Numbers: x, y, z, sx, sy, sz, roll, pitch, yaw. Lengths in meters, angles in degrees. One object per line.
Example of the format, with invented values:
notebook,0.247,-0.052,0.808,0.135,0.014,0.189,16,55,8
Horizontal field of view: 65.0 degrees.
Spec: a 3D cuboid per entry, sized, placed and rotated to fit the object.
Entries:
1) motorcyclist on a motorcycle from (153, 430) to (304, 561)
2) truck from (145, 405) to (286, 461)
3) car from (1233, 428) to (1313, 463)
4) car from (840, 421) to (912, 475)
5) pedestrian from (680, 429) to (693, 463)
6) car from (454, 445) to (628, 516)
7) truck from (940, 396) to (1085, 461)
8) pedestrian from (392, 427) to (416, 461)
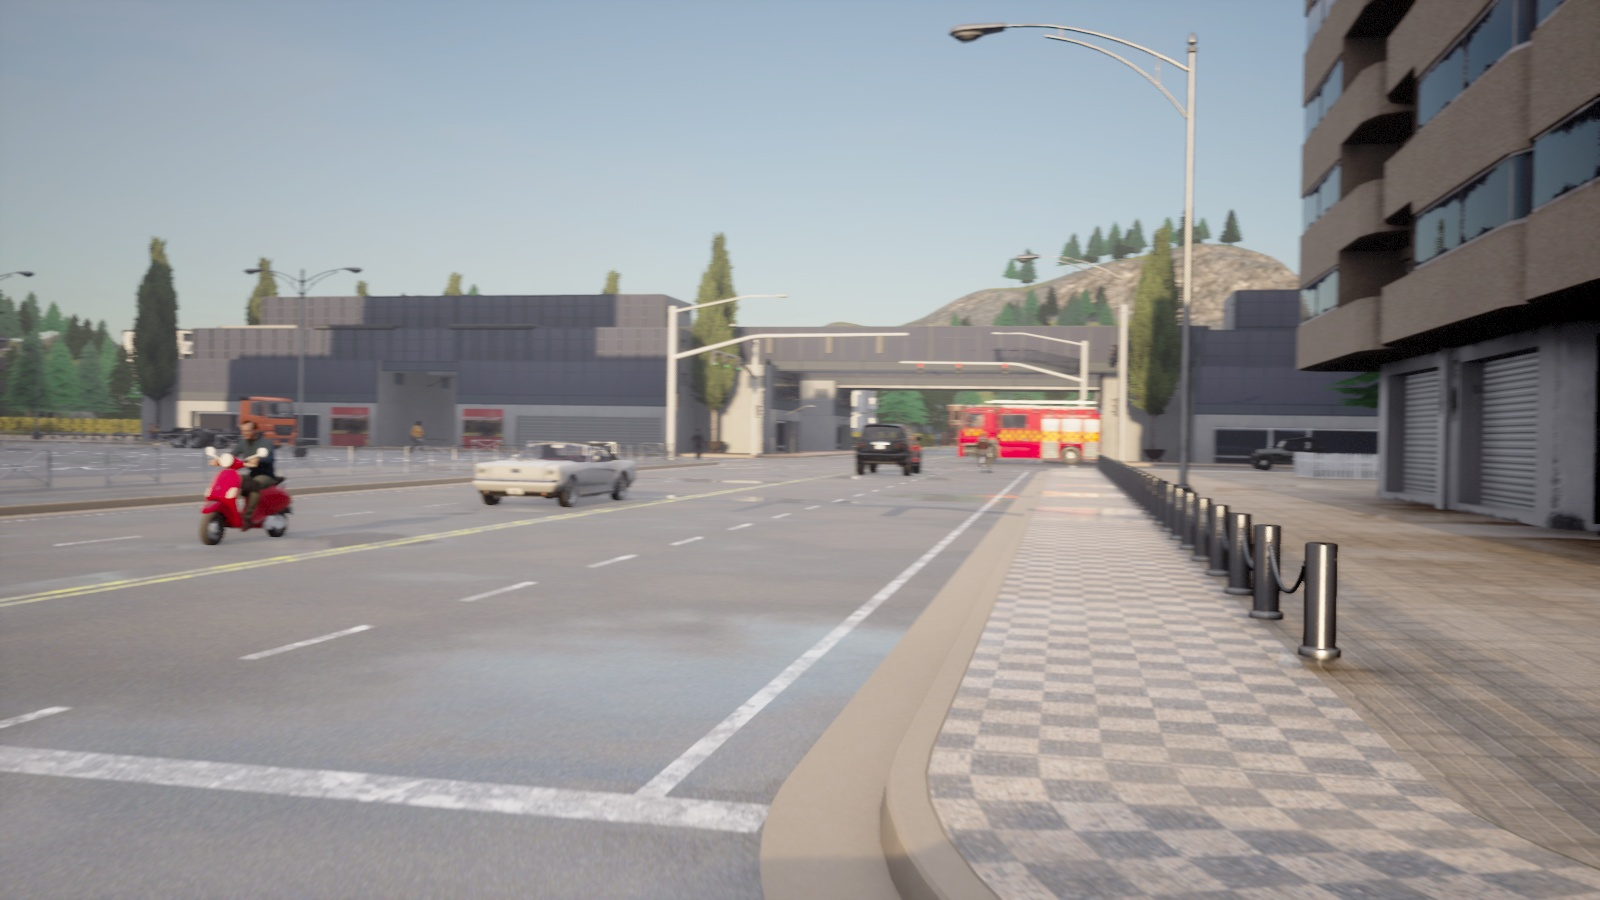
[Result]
motorcyclist on a motorcycle,-7.323,0.542,16.192,0.866,1.590,1.817,0,1,11
truck,-36.851,-1.077,79.237,7.936,3.462,2.891,0,1,13
car,26.174,-0.269,69.571,3.866,1.878,1.905,0,1,11
car,3.146,-0.100,50.662,2.150,2.045,5.566,0,1,11
pedestrian,-6.185,-0.222,68.559,0.563,1.883,0.849,0,1,5
car,-5.287,0.570,26.363,1.895,1.301,4.718,0,1,11
truck,12.793,-1.283,75.773,8.468,3.827,2.891,0,1,11
pedestrian,-21.489,-0.330,68.177,0.900,1.855,0.874,0,1,14
